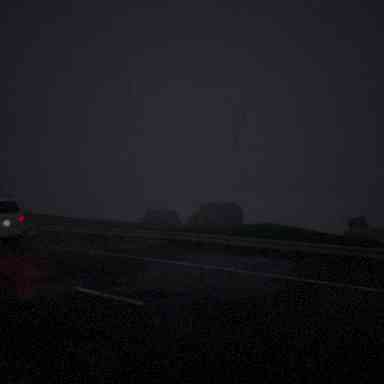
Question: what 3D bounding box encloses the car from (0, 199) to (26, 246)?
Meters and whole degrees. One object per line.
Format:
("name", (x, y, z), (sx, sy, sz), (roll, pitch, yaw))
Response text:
("car", (-9.643, 1.312, 14.383), (5.566, 2.045, 2.150), (-1, 0, 29))
